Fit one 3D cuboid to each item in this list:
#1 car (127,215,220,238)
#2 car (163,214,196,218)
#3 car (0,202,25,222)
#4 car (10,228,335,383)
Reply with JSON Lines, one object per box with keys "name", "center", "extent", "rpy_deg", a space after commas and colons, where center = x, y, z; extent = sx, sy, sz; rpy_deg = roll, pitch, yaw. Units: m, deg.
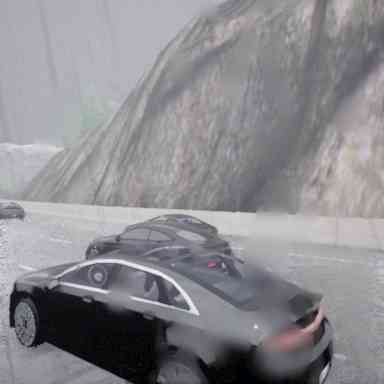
{"name": "car", "center": [-1.008, 1.543, 9.274], "extent": [4.674, 1.442, 1.812], "rpy_deg": [0, 0, 38]}
{"name": "car", "center": [-0.902, 1.589, 13.665], "extent": [4.181, 1.385, 1.994], "rpy_deg": [0, 0, 39]}
{"name": "car", "center": [-14.801, 1.524, 26.223], "extent": [2.128, 1.511, 4.902], "rpy_deg": [0, 0, -45]}
{"name": "car", "center": [-0.679, 1.500, 4.619], "extent": [4.902, 1.511, 2.128], "rpy_deg": [0, 0, 37]}
